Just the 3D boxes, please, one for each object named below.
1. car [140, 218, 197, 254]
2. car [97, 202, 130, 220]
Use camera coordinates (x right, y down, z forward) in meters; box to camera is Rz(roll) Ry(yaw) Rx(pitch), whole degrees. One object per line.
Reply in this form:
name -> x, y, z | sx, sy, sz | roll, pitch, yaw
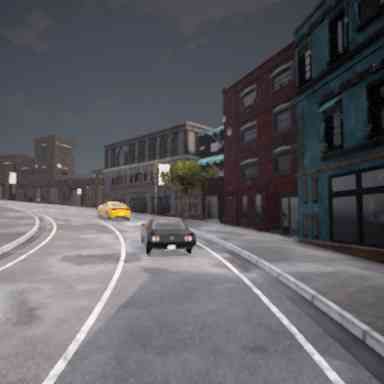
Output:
car -> -1.202, 1.757, 14.405 | 1.895, 1.301, 4.718 | 1, -1, -12
car -> -7.065, 1.608, 29.717 | 1.882, 1.535, 5.008 | 3, 0, -30
